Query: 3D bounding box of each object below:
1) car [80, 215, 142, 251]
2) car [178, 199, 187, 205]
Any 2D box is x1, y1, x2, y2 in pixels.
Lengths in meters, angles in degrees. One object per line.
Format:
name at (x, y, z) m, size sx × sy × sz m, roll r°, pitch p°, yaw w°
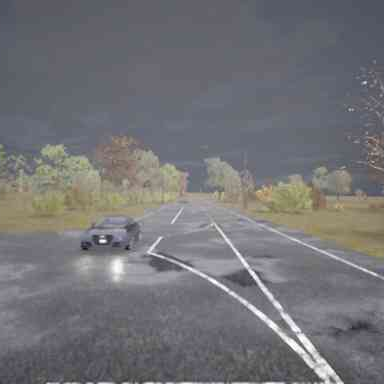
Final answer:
car at (-3.464, 1.738, 14.898) m, size 1.994 × 1.385 × 4.181 m, roll 0°, pitch -1°, yaw 0°
car at (-2.423, 2.486, 85.870) m, size 2.033 × 1.411 × 5.357 m, roll 0°, pitch -1°, yaw 7°
